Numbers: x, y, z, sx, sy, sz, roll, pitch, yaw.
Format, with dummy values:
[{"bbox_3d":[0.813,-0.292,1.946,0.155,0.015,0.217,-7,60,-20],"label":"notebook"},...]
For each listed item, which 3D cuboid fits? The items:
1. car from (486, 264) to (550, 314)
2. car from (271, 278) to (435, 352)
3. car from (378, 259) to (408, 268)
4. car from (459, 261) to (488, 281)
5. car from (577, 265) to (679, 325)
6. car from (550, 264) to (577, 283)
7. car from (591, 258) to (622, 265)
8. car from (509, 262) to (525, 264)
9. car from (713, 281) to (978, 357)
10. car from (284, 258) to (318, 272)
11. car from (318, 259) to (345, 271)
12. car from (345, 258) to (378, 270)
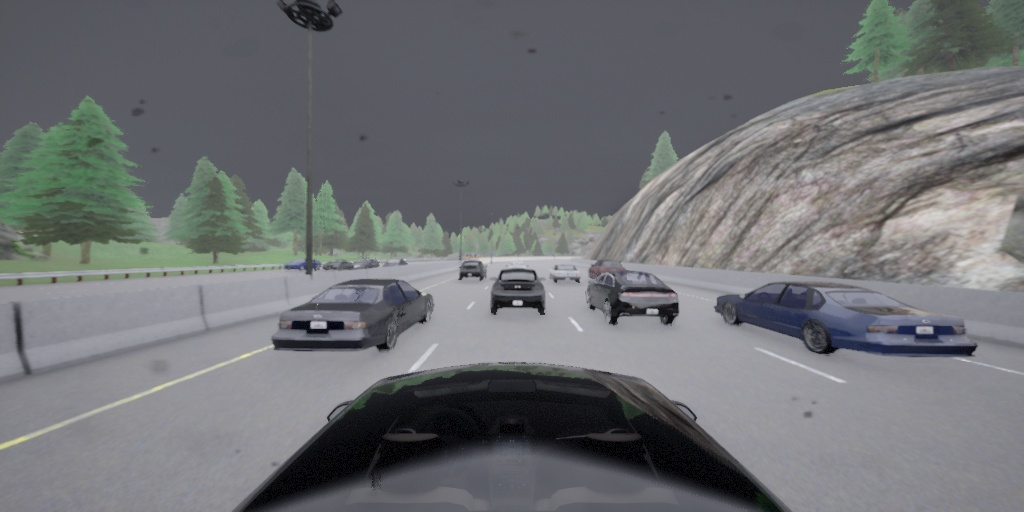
[{"bbox_3d":[0.219,1.211,13.572,1.837,1.490,4.892,0,0,1],"label":"car"},{"bbox_3d":[-3.361,1.253,8.817,2.033,1.411,5.357,0,0,1],"label":"car"},{"bbox_3d":[-13.595,1.050,42.024,1.812,1.442,4.674,0,0,1],"label":"car"},{"bbox_3d":[-3.086,1.135,28.979,1.837,1.490,4.892,0,0,1],"label":"car"},{"bbox_3d":[3.690,1.225,11.742,2.128,1.511,4.902,0,0,1],"label":"car"},{"bbox_3d":[3.883,1.278,26.949,1.895,1.301,4.718,0,0,1],"label":"car"},{"bbox_3d":[7.405,1.043,28.307,2.097,1.767,4.553,0,0,1],"label":"car"},{"bbox_3d":[0.418,1.173,29.676,1.812,1.442,4.674,0,0,1],"label":"car"},{"bbox_3d":[7.138,1.311,8.675,2.033,1.411,5.357,0,0,1],"label":"car"},{"bbox_3d":[-24.101,0.947,41.376,1.882,1.535,5.008,0,0,1],"label":"car"},{"bbox_3d":[-20.584,1.049,42.572,1.994,1.385,4.181,0,0,1],"label":"car"},{"bbox_3d":[-17.094,0.996,42.015,2.128,1.511,4.902,0,0,1],"label":"car"}]
